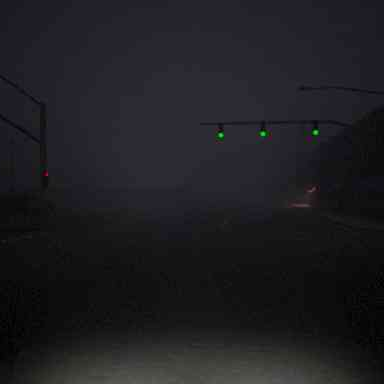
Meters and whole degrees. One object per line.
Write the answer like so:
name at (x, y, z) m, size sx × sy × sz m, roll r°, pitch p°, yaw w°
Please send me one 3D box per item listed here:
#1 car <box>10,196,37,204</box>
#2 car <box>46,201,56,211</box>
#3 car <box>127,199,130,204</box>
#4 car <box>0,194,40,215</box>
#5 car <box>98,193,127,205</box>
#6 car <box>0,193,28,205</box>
car at (-29.689, 1.364, 58.585) m, size 3.905 × 1.438 × 1.784 m, roll 0°, pitch 0°, yaw 9°
car at (-15.912, 1.156, 33.636) m, size 3.866 × 1.878 × 1.905 m, roll 0°, pitch 0°, yaw 9°
car at (-12.432, 1.395, 55.885) m, size 3.806 × 1.475 × 1.970 m, roll 0°, pitch 0°, yaw 9°
car at (-16.417, 1.153, 30.786) m, size 4.605 × 1.855 × 1.932 m, roll 0°, pitch 0°, yaw 9°
car at (-12.893, 1.156, 53.027) m, size 3.866 × 1.878 × 1.905 m, roll 0°, pitch 0°, yaw 9°
car at (-30.203, 1.153, 55.734) m, size 4.605 × 1.855 × 1.932 m, roll 0°, pitch 0°, yaw 9°
